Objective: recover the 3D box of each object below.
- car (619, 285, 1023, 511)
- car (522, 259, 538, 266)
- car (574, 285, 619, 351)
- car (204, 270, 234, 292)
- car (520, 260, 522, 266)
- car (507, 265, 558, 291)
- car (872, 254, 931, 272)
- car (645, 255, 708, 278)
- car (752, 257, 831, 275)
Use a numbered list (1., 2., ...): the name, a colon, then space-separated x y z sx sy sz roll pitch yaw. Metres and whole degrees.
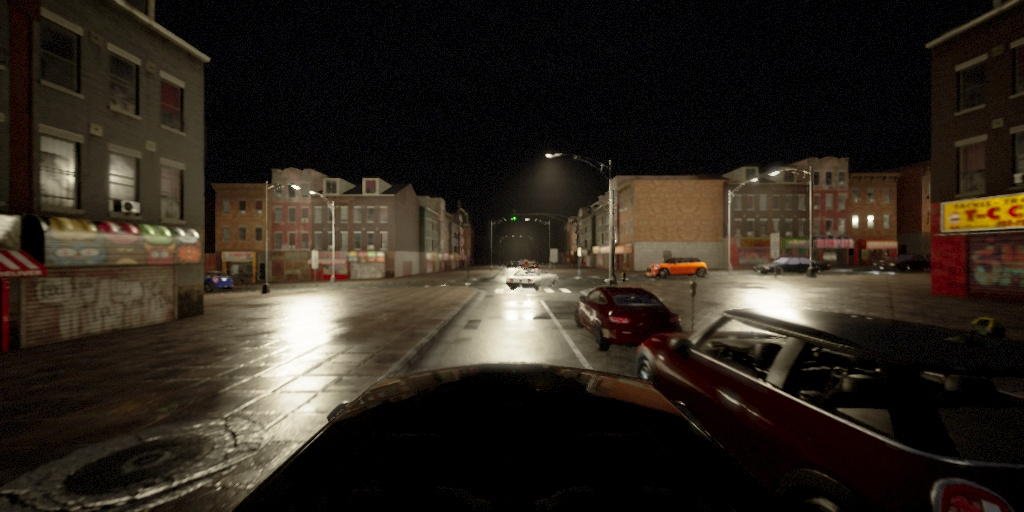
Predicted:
1. car: 2.638 1.198 3.350 1.967 1.591 4.097 0 0 0
2. car: 2.645 1.491 46.156 1.967 1.591 4.097 0 0 0
3. car: 2.639 1.369 8.816 1.802 1.307 4.207 0 0 0
4. car: -25.599 2.055 29.261 4.553 1.767 2.097 -2 0 0
5. car: 2.646 1.412 51.558 2.192 1.841 5.009 0 0 0
6. car: 1.423 1.473 23.016 1.895 1.301 4.718 0 0 24
7. car: 32.929 0.543 29.365 5.357 1.411 2.033 -1 0 0
8. car: 13.361 0.847 29.329 4.553 1.767 2.097 -1 0 0
9. car: 22.849 0.796 29.348 5.357 1.411 2.033 -1 0 0
